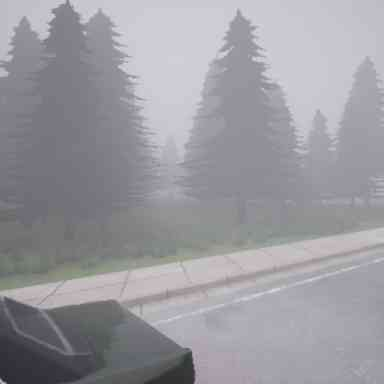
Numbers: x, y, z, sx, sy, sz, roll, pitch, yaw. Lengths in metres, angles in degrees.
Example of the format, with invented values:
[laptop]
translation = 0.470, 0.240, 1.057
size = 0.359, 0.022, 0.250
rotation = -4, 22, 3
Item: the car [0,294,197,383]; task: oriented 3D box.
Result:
[car]
translation = -2.377, 1.611, 2.297
size = 4.718, 1.301, 1.895
rotation = -1, 0, -35
